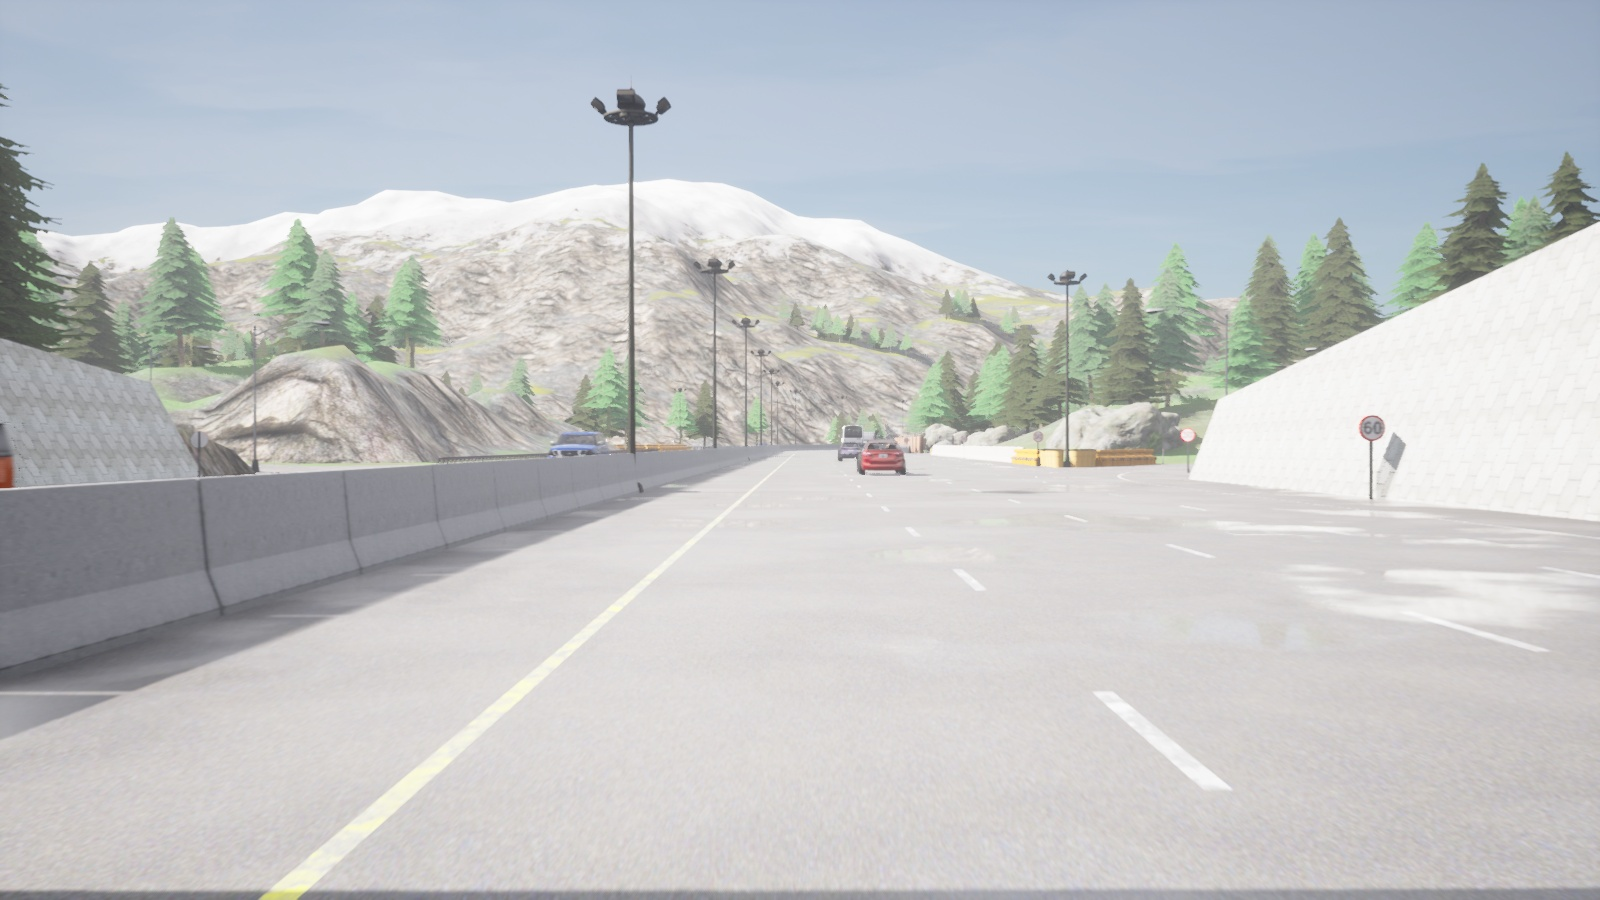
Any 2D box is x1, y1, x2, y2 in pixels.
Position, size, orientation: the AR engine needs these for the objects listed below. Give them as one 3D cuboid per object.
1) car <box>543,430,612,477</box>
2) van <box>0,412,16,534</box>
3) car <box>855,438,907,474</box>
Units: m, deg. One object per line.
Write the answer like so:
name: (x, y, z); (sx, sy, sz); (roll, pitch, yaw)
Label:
car: (-10.157, 0.132, 57.699); (2.150, 2.045, 5.566); (0, 0, 0)
van: (-13.879, 0.384, 18.576); (1.775, 1.987, 4.442); (0, 0, 0)
car: (3.859, 0.254, 60.353); (2.242, 1.667, 4.611); (0, 0, 0)
